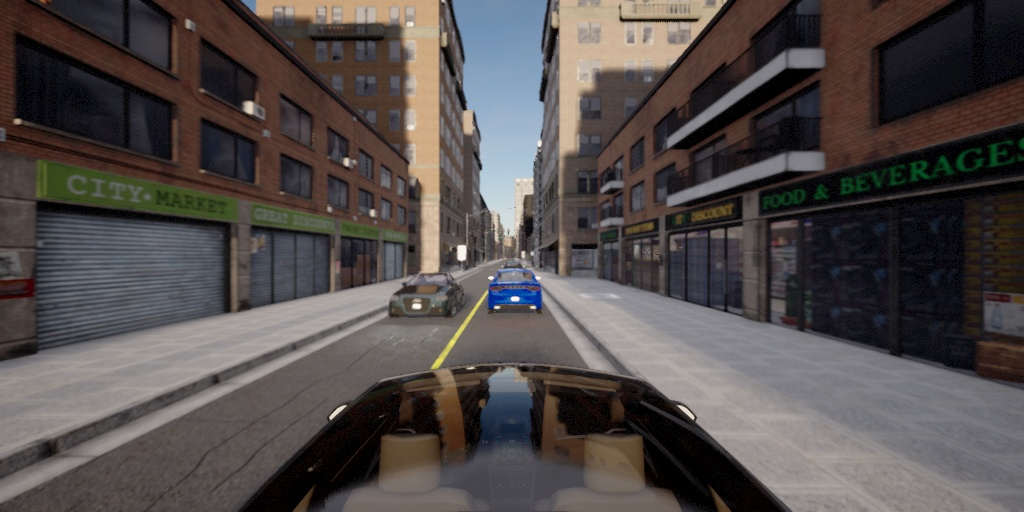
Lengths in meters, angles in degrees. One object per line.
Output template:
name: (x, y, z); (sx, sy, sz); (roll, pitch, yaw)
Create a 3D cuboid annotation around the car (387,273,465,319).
car: (-2.848, 1.305, 12.698); (1.994, 1.385, 4.181); (0, 0, 0)

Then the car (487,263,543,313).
car: (0.102, 1.217, 13.960); (1.882, 1.535, 5.008); (0, 0, 0)
